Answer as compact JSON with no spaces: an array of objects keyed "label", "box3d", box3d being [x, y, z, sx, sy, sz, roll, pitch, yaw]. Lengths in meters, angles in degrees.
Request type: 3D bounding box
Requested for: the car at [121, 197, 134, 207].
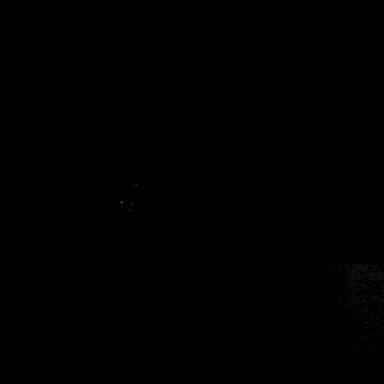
[{"label":"car","box3d":[-11.200,1.740,57.948,2.097,1.767,4.553,2,-1,-8]}]
